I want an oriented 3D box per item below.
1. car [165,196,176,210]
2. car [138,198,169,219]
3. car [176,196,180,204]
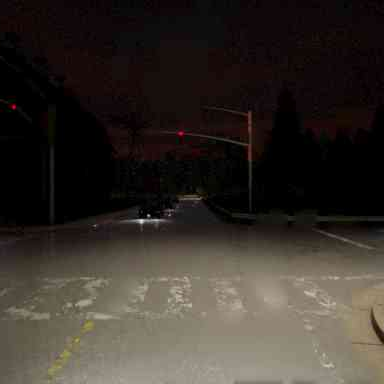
[{"bbox_3d":[-3.514,1.505,43.599,1.837,1.490,4.892,0,0,0],"label":"car"},{"bbox_3d":[-3.542,1.547,29.874,2.033,1.411,5.357,0,0,0],"label":"car"},{"bbox_3d":[-3.402,1.525,63.030,1.812,1.442,4.674,0,0,1],"label":"car"}]
